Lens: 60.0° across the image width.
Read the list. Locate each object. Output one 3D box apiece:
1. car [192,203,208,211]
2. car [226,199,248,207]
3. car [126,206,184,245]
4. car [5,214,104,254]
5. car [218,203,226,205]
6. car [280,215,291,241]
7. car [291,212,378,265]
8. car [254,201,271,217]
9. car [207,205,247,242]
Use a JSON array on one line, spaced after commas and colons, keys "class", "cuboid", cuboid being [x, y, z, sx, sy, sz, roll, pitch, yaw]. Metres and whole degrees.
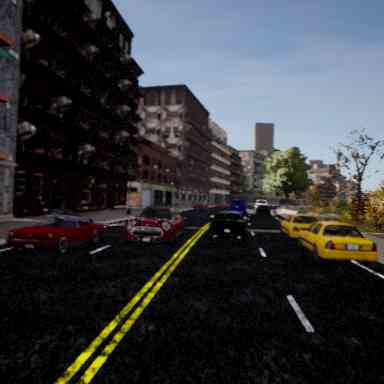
[{"class": "car", "cuboid": [1.409, 2.392, 54.589, 1.895, 1.301, 4.718, 2, -1, 13]}, {"class": "car", "cuboid": [6.340, 2.041, 45.454, 2.150, 2.045, 5.566, 2, -1, 11]}, {"class": "car", "cuboid": [-1.679, 1.506, 16.569, 2.097, 1.767, 4.553, 2, -1, 7]}, {"class": "car", "cuboid": [-5.322, 1.594, 13.618, 1.895, 1.301, 4.718, 2, -1, 7]}, {"class": "car", "cuboid": [5.322, 2.564, 57.231, 1.895, 1.301, 4.718, 2, -1, 13]}, {"class": "car", "cuboid": [6.234, 1.909, 19.183, 1.801, 1.575, 5.366, 2, -1, 7]}, {"class": "car", "cuboid": [5.507, 1.810, 13.311, 1.801, 1.575, 5.366, 2, -1, 7]}, {"class": "car", "cuboid": [9.173, 2.386, 43.209, 1.837, 1.490, 4.892, 2, 0, 11]}, {"class": "car", "cuboid": [2.039, 1.784, 18.703, 1.882, 1.535, 5.008, 2, -1, 7]}]
